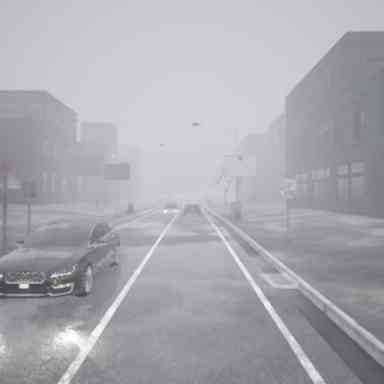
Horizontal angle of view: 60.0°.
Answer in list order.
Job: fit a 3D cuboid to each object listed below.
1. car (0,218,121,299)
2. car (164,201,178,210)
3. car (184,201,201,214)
[{"bbox_3d":[-3.110,1.485,8.581,1.837,1.490,4.892,0,0,0],"label":"car"},{"bbox_3d":[-3.134,1.960,50.363,1.895,1.301,4.718,0,-1,0],"label":"car"},{"bbox_3d":[0.055,1.707,37.306,1.812,1.442,4.674,0,-1,0],"label":"car"}]
